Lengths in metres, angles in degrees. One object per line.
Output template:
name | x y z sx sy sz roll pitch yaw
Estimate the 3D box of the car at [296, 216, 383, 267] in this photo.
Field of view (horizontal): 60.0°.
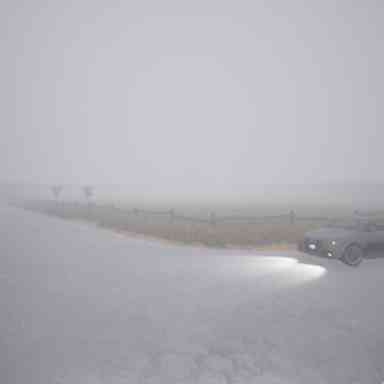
car | 5.693 1.560 11.395 4.181 1.385 1.994 0 0 -22
